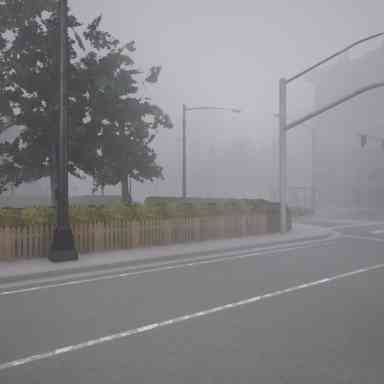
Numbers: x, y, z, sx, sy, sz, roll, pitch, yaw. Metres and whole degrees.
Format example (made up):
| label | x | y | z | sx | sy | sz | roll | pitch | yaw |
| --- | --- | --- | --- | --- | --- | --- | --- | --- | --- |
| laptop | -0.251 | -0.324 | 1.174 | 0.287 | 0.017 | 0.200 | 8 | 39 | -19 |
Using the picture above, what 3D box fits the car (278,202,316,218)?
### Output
| label | x | y | z | sx | sy | sz | roll | pitch | yaw |
| --- | --- | --- | --- | --- | --- | --- | --- | --- | --- |
| car | 8.788 | 1.600 | 30.177 | 1.895 | 1.301 | 4.718 | 0 | 0 | -35 |
